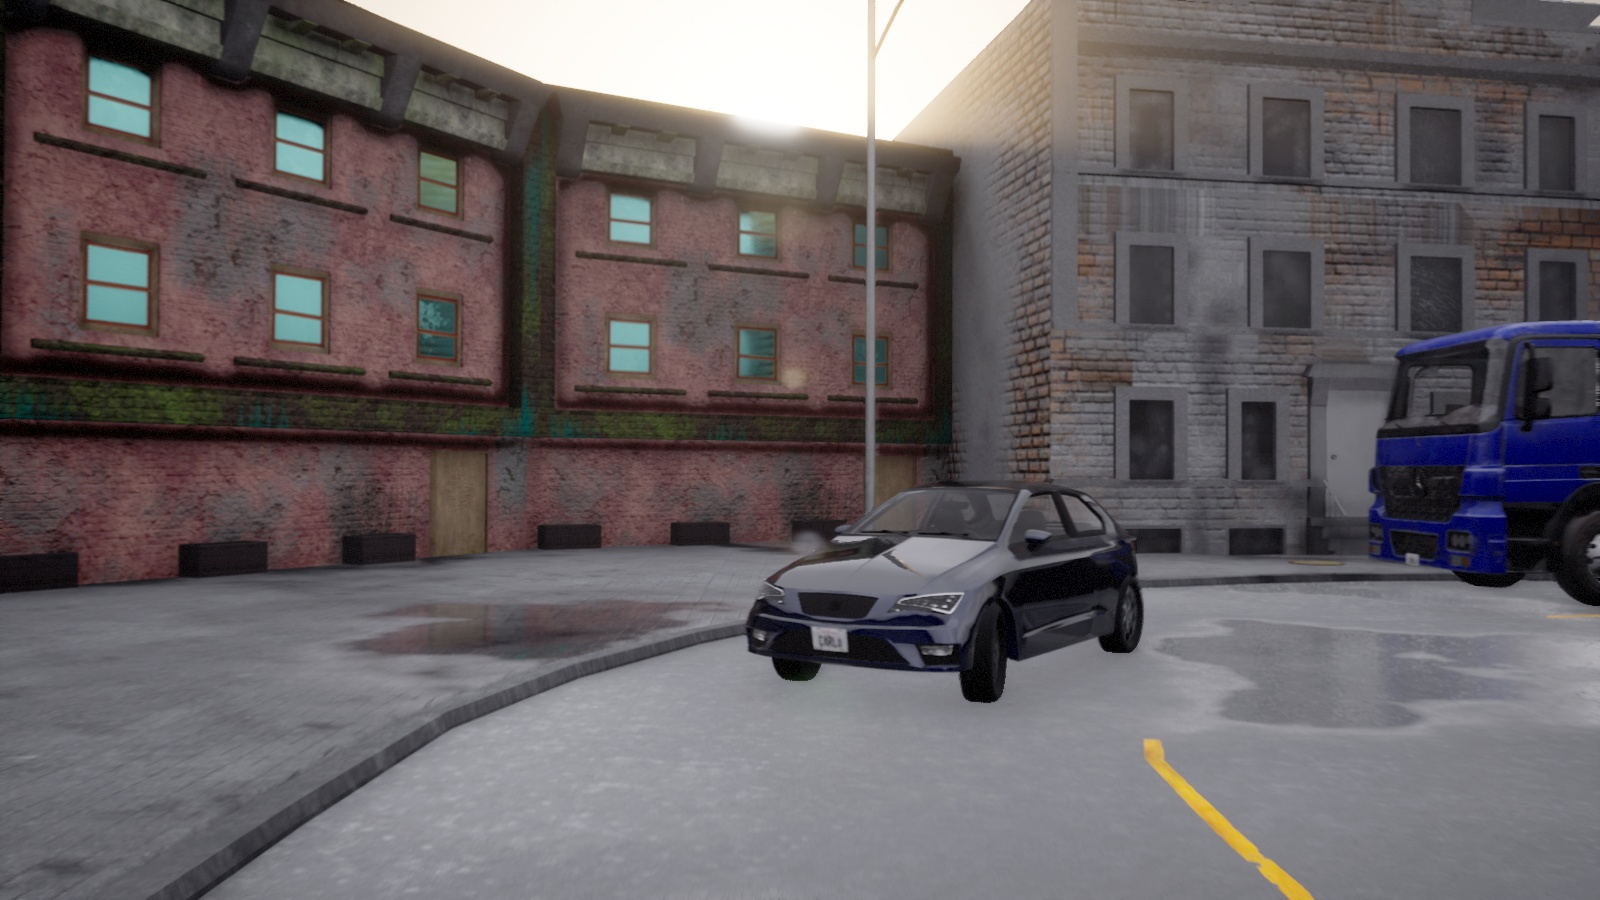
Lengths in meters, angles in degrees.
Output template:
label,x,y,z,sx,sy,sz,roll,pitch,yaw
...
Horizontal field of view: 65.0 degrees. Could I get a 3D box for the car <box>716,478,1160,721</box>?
label,x,y,z,sx,sy,sz,roll,pitch,yaw
car,1.321,0.972,10.010,1.816,1.474,4.193,-1,-1,33

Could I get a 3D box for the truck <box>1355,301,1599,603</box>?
label,x,y,z,sx,sy,sz,roll,pitch,yaw
truck,11.660,0.024,15.929,7.936,3.462,2.891,0,-1,-1
